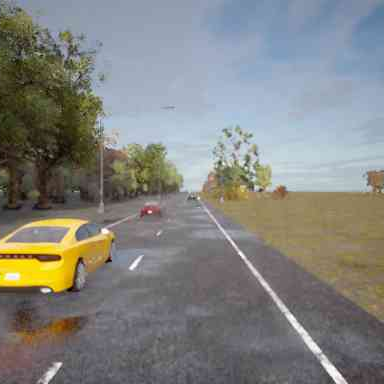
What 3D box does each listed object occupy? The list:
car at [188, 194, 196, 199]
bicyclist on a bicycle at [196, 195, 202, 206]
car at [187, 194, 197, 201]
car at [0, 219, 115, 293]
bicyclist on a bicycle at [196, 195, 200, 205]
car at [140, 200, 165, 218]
[{"bbox_3d":[0.015,1.159,86.483,1.994,1.385,4.181,0,0,0],"label":"car"},{"bbox_3d":[0.962,1.295,47.289,0.866,1.612,1.509,0,0,0],"label":"bicyclist on a bicycle"},{"bbox_3d":[0.014,1.130,75.465,2.097,1.767,4.553,0,0,0],"label":"car"},{"bbox_3d":[-3.401,1.451,8.796,1.882,1.535,5.008,0,0,0],"label":"car"},{"bbox_3d":[0.972,1.286,55.758,0.582,1.620,1.656,0,0,0],"label":"bicyclist on a bicycle"},{"bbox_3d":[-3.396,1.438,29.222,1.812,1.442,4.674,0,0,0],"label":"car"}]
